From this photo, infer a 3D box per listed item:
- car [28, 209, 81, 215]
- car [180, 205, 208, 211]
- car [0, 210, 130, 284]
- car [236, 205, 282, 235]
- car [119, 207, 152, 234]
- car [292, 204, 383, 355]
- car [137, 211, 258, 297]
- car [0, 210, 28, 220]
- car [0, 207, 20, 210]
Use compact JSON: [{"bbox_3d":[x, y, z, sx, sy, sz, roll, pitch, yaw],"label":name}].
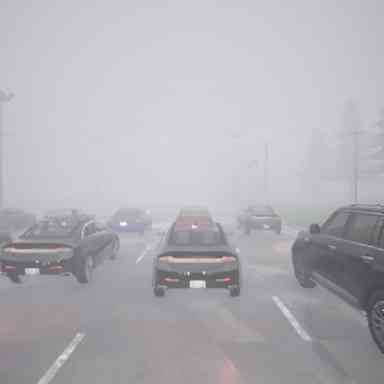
[{"bbox_3d":[-6.888,1.581,18.526,1.895,1.301,4.718,0,0,0],"label":"car"},{"bbox_3d":[0.110,1.458,18.050,1.882,1.535,5.008,0,0,0],"label":"car"},{"bbox_3d":[-3.405,1.481,9.524,2.128,1.511,4.902,0,0,0],"label":"car"},{"bbox_3d":[3.611,1.471,18.573,2.128,1.511,4.902,0,0,0],"label":"car"},{"bbox_3d":[-3.391,1.544,18.458,1.994,1.385,4.181,0,0,0],"label":"car"},{"bbox_3d":[3.620,1.217,6.022,2.150,2.045,5.566,0,0,-1],"label":"car"},{"bbox_3d":[0.102,1.482,8.540,2.128,1.511,4.902,0,0,0],"label":"car"},{"bbox_3d":[-6.906,1.482,9.192,2.128,1.511,4.902,0,0,0],"label":"car"},{"bbox_3d":[-10.389,1.544,18.593,1.994,1.385,4.181,0,0,0],"label":"car"}]
